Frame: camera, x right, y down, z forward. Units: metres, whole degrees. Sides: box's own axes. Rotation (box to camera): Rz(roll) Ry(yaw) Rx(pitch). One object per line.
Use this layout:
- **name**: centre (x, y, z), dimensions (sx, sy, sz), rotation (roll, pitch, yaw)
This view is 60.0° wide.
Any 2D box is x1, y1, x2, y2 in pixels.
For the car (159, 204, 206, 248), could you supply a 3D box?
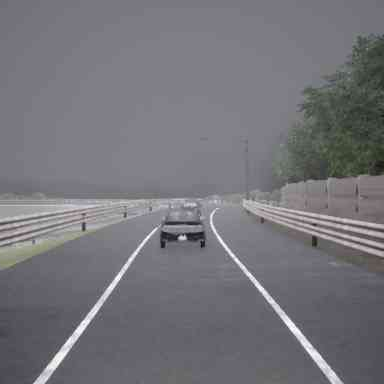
- **car**: centre (-0.398, 1.504, 14.751), dimensions (2.128, 1.511, 4.902), rotation (0, 0, -1)

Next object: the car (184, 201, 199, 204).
- **car**: centre (-0.056, 1.541, 29.608), dimensions (1.812, 1.442, 4.674), rotation (0, 0, 4)
